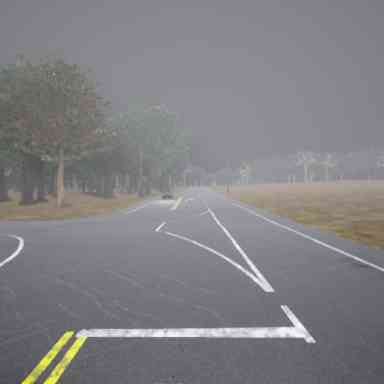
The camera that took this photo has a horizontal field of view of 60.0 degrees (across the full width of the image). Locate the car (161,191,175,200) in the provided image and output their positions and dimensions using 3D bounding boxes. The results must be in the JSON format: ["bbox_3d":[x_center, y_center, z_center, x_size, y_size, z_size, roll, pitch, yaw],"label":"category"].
[{"bbox_3d":[-3.707,0.533,51.582,1.895,1.301,4.718,0,1,0],"label":"car"}]
